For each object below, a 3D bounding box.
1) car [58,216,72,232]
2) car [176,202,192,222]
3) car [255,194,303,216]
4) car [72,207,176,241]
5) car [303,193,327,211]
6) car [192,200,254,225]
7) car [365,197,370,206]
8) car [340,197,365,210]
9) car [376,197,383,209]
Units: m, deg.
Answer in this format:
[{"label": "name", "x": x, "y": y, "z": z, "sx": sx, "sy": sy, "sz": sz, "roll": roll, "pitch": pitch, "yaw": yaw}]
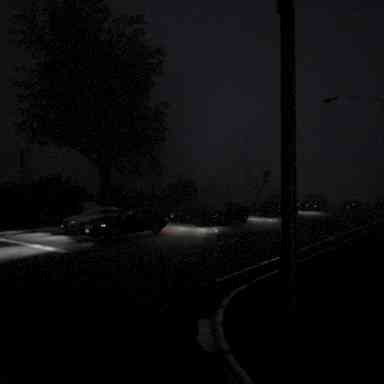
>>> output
[{"label": "car", "x": -5.749, "y": 1.633, "z": 20.353, "sx": 1.812, "sy": 1.442, "sz": 4.674, "roll": 0, "pitch": 0, "yaw": 40}, {"label": "car", "x": -0.016, "y": 1.587, "z": 27.537, "sx": 2.128, "sy": 1.511, "sz": 4.902, "roll": 0, "pitch": 0, "yaw": 38}, {"label": "car", "x": 8.747, "y": 1.263, "z": 33.022, "sx": 2.150, "sy": 2.045, "sz": 5.566, "roll": 0, "pitch": 0, "yaw": 38}, {"label": "car", "x": -3.435, "y": 1.575, "z": 17.646, "sx": 2.128, "sy": 1.511, "sz": 4.902, "roll": 0, "pitch": 0, "yaw": 39}, {"label": "car", "x": 15.226, "y": 1.203, "z": 41.572, "sx": 2.150, "sy": 2.045, "sz": 5.566, "roll": 0, "pitch": 0, "yaw": 36}, {"label": "car", "x": 2.454, "y": 1.551, "z": 25.018, "sx": 1.882, "sy": 1.535, "sz": 5.008, "roll": 0, "pitch": 0, "yaw": 39}, {"label": "car", "x": 25.886, "y": 1.430, "z": 50.864, "sx": 1.994, "sy": 1.385, "sz": 4.181, "roll": 0, "pitch": 0, "yaw": 32}, {"label": "car", "x": 20.399, "y": 1.533, "z": 42.587, "sx": 1.895, "sy": 1.301, "sz": 4.718, "roll": 0, "pitch": 0, "yaw": 35}, {"label": "car", "x": 25.302, "y": 1.377, "z": 43.512, "sx": 2.128, "sy": 1.511, "sz": 4.902, "roll": 0, "pitch": 0, "yaw": 34}]
